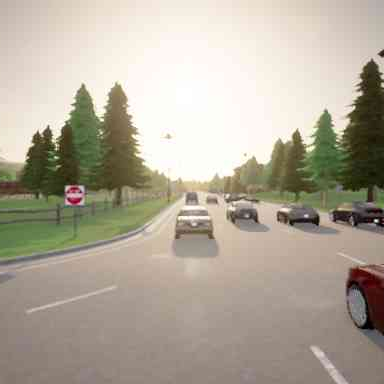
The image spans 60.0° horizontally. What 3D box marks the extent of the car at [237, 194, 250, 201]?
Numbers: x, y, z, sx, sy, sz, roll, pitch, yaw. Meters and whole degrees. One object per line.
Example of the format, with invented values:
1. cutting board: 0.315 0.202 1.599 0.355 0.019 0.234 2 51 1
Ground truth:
1. car: 10.501 1.070 68.154 1.812 1.442 4.674 0 0 0

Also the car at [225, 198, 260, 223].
1. car: 3.586 1.405 24.109 1.812 1.442 4.674 0 0 0

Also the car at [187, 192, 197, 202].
1. car: 0.001 0.997 68.124 2.097 1.767 4.553 0 0 0

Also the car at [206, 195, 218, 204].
1. car: 3.501 1.259 57.735 2.033 1.411 5.357 0 0 0

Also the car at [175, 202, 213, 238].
1. car: 0.100 1.462 17.120 2.033 1.411 5.357 0 0 0

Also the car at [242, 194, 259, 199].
1. car: 10.501 1.310 58.182 1.895 1.301 4.718 0 0 0

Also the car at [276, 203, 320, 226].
1. car: 7.100 1.450 22.658 1.994 1.385 4.181 0 0 0

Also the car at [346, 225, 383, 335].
1. car: 3.600 1.458 3.788 1.882 1.535 5.008 0 0 0

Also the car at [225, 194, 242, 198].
1. car: 7.001 1.062 58.121 2.097 1.767 4.553 0 0 0

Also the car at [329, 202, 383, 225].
1. car: 10.600 1.396 21.559 1.837 1.490 4.892 0 0 0

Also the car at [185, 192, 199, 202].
1. car: 0.001 0.933 57.764 2.150 2.045 5.566 0 0 0
